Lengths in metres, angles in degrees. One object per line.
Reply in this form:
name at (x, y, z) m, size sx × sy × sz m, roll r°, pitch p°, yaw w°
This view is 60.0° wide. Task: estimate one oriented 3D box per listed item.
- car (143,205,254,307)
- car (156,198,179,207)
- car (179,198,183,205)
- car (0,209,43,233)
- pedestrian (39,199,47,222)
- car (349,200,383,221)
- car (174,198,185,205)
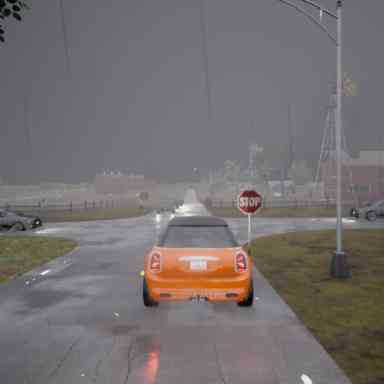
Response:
car at (0.120, 1.354, 8.151) m, size 2.097 × 1.767 × 4.553 m, roll 0°, pitch 0°, yaw 0°
car at (-2.750, 1.570, 36.597) m, size 1.837 × 1.490 × 4.892 m, roll 0°, pitch 0°, yaw 0°
car at (-2.718, 1.674, 47.090) m, size 2.033 × 1.411 × 5.357 m, roll 0°, pitch 0°, yaw 1°
car at (-11.776, 1.806, 21.063) m, size 4.181 × 1.385 × 1.994 m, roll -1°, pitch 1°, yaw 1°
pedestrian at (-12.086, 1.465, 27.030) m, size 0.375 × 1.860 × 0.375 m, roll 0°, pitch 2°, yaw 0°
car at (13.563, 1.266, 23.823) m, size 4.181 × 1.385 × 1.994 m, roll -1°, pitch 1°, yaw -1°
car at (-2.572, 1.899, 70.716) m, size 2.033 × 1.411 × 5.357 m, roll 0°, pitch -1°, yaw 0°
